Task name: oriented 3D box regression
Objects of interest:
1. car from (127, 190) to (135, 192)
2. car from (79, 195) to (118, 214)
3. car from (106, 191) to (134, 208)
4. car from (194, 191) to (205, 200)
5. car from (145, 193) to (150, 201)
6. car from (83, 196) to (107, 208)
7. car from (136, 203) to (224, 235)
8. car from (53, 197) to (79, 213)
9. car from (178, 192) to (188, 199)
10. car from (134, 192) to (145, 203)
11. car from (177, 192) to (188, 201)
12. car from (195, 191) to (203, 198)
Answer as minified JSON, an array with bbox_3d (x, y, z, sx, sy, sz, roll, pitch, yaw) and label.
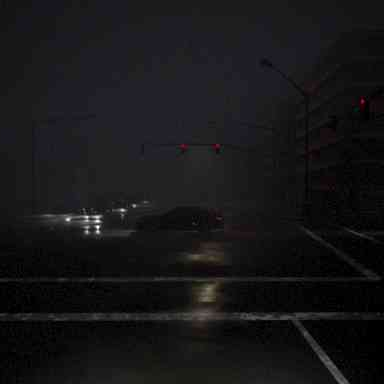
[{"bbox_3d":[-12.574,0.582,65.775,2.150,2.045,5.566,0,1,2],"label":"car"},{"bbox_3d":[-9.532,1.368,34.327,2.128,1.511,4.902,0,1,1],"label":"car"},{"bbox_3d":[-9.418,1.104,43.368,2.097,1.767,4.553,0,1,1],"label":"car"},{"bbox_3d":[1.452,0.708,65.726,2.097,1.767,4.553,0,1,1],"label":"car"},{"bbox_3d":[-9.117,0.944,63.548,2.033,1.411,5.357,0,1,1],"label":"car"},{"bbox_3d":[-12.912,1.300,44.383,1.994,1.385,4.181,0,1,0],"label":"car"},{"bbox_3d":[-0.621,1.493,18.056,4.674,1.442,1.812,0,0,0],"label":"car"},{"bbox_3d":[-13.020,1.344,35.392,1.882,1.535,5.008,0,1,1],"label":"car"},{"bbox_3d":[-1.924,0.738,75.859,2.033,1.411,5.357,0,1,1],"label":"car"},{"bbox_3d":[-9.299,1.130,53.013,2.033,1.411,5.357,0,1,1],"label":"car"},{"bbox_3d":[-1.958,0.913,65.208,2.033,1.411,5.357,0,1,1],"label":"car"},{"bbox_3d":[1.574,0.605,75.772,1.837,1.490,4.892,0,1,1],"label":"car"}]
